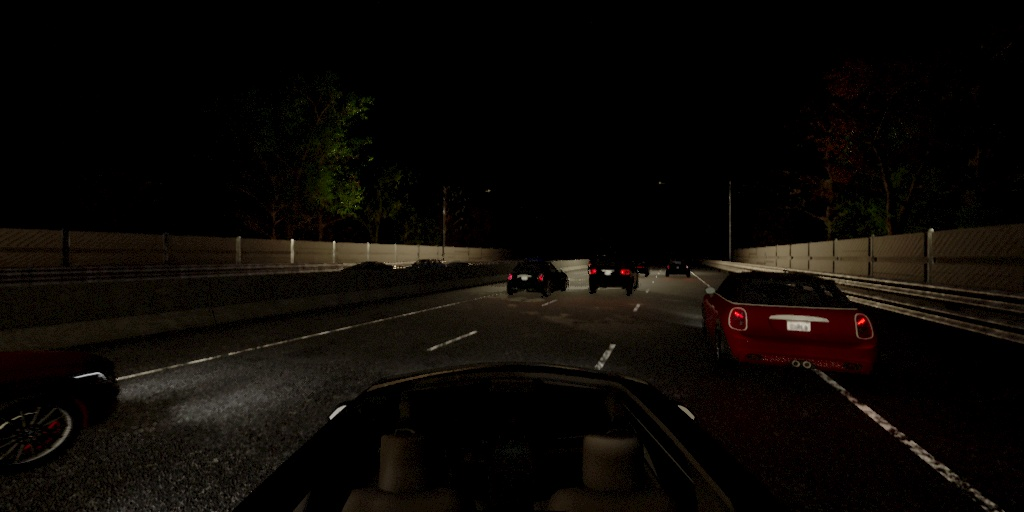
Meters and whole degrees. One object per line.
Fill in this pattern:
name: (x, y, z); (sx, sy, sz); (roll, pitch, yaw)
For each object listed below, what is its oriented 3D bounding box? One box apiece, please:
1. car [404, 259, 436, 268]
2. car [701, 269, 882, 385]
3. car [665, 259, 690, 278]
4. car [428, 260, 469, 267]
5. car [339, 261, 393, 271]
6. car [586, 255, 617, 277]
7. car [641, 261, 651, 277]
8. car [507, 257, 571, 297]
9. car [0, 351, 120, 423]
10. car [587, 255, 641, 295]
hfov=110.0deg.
car: (-7.995, 1.080, 32.719); (2.097, 1.767, 4.553); (0, 0, 24)
car: (5.253, 1.097, 7.444); (2.097, 1.767, 4.553); (0, 0, 24)
car: (15.961, 1.081, 34.562); (2.097, 1.767, 4.553); (0, 0, 24)
car: (-4.884, 1.255, 31.105); (1.812, 1.442, 4.674); (0, 0, 24)
car: (-12.544, 1.206, 31.083); (1.882, 1.535, 5.008); (0, 0, 24)
car: (9.142, 0.949, 36.390); (2.150, 2.045, 5.566); (0, 0, 24)
car: (12.632, 1.231, 35.627); (1.837, 1.490, 4.892); (0, -1, 24)
car: (1.465, 1.090, 18.985); (2.097, 1.767, 4.553); (0, 0, 24)
car: (-5.910, 1.276, 2.268); (1.812, 1.442, 4.674); (0, 0, 24)
car: (5.786, 0.958, 20.135); (2.150, 2.045, 5.566); (0, 0, 23)
